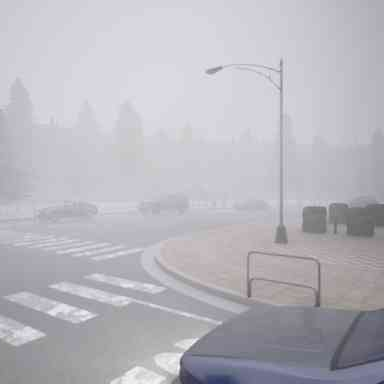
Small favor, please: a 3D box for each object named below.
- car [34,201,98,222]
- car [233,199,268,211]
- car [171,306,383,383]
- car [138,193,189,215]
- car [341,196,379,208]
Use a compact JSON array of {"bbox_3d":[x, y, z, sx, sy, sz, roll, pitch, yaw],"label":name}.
[{"bbox_3d":[-9.556,1.426,25.561,2.128,1.511,4.902,0,0,38],"label":"car"},{"bbox_3d":[7.102,1.501,40.095,4.181,1.385,1.994,0,0,-23],"label":"car"},{"bbox_3d":[2.403,1.548,2.262,5.357,1.411,2.033,0,0,36],"label":"car"},{"bbox_3d":[-2.768,1.157,33.642,5.566,2.045,2.150,0,0,-43],"label":"car"},{"bbox_3d":[21.674,1.292,43.162,4.553,1.767,2.097,0,0,2],"label":"car"}]
